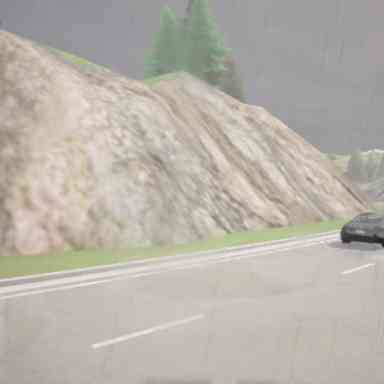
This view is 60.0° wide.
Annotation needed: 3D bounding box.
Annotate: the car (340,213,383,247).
[{"bbox_3d":[8.607,1.659,15.502,4.181,1.385,1.994,0,-1,-43],"label":"car"}]
